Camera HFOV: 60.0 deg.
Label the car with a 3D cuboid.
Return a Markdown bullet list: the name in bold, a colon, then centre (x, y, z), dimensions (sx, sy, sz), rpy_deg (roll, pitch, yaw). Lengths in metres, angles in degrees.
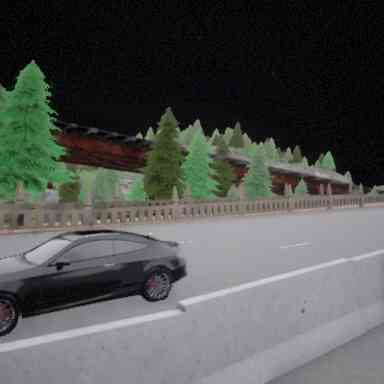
- **car**: centre (-2.251, 1.519, 6.686), dimensions (4.674, 1.442, 1.812), rpy_deg (-1, 0, -36)
